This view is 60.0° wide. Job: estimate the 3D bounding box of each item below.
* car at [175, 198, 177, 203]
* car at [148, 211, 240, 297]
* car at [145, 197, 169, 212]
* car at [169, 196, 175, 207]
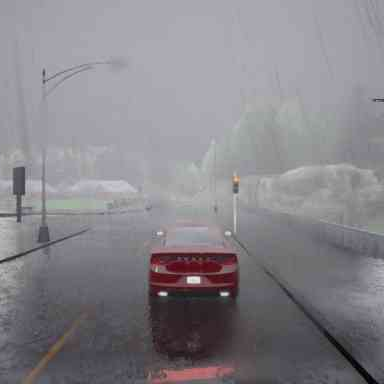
[{"bbox_3d":[-4.080,1.525,67.099,1.812,1.442,4.674,0,0,1],"label":"car"},{"bbox_3d":[0.052,1.478,8.630,1.882,1.535,5.008,0,0,0],"label":"car"},{"bbox_3d":[-4.132,1.564,38.314,1.994,1.385,4.181,0,0,0],"label":"car"},{"bbox_3d":[-4.139,1.564,51.742,1.994,1.385,4.181,0,0,0],"label":"car"}]
